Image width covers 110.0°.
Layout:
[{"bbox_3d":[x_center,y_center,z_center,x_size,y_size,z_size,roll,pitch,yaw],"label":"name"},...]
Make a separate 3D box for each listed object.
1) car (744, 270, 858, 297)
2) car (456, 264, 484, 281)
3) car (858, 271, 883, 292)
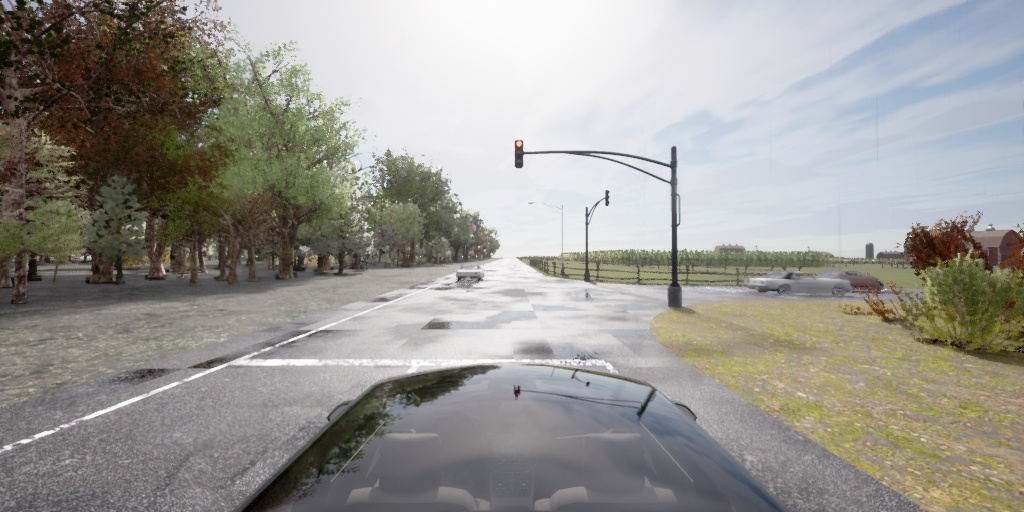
[{"bbox_3d":[15.737,1.515,19.812,4.718,1.301,1.895,1,-1,0],"label":"car"},{"bbox_3d":[-3.369,1.355,29.861,1.895,1.301,4.718,0,0,0],"label":"car"},{"bbox_3d":[21.453,1.602,23.438,4.181,1.385,1.994,1,-1,0],"label":"car"}]
